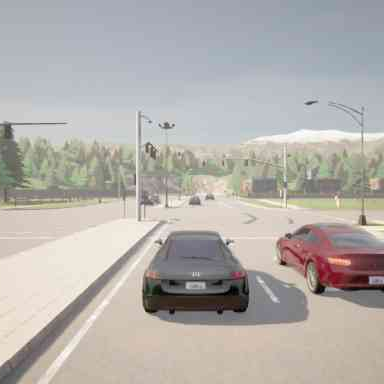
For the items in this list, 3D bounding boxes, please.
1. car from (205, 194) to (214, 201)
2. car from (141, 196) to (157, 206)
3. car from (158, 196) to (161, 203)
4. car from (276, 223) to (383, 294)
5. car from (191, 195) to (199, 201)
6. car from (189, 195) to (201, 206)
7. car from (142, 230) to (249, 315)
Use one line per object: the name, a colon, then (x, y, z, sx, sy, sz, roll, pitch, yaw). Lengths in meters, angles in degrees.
car: (4.335, 1.186, 82.024, 2.097, 1.767, 4.553, 0, 0, 1)
car: (-7.576, 1.600, 56.301, 1.895, 1.301, 4.718, 0, 0, 1)
car: (-7.393, 1.503, 66.737, 1.837, 1.490, 4.892, 0, 0, 1)
car: (3.554, 1.526, 8.673, 1.812, 1.442, 4.674, 0, 0, 0)
car: (0.836, 1.426, 82.129, 1.895, 1.301, 4.718, 0, 0, 1)
car: (0.491, 1.562, 56.673, 1.994, 1.385, 4.181, 0, 0, 1)
car: (0.056, 1.564, 7.669, 1.994, 1.385, 4.181, 0, 0, 0)
